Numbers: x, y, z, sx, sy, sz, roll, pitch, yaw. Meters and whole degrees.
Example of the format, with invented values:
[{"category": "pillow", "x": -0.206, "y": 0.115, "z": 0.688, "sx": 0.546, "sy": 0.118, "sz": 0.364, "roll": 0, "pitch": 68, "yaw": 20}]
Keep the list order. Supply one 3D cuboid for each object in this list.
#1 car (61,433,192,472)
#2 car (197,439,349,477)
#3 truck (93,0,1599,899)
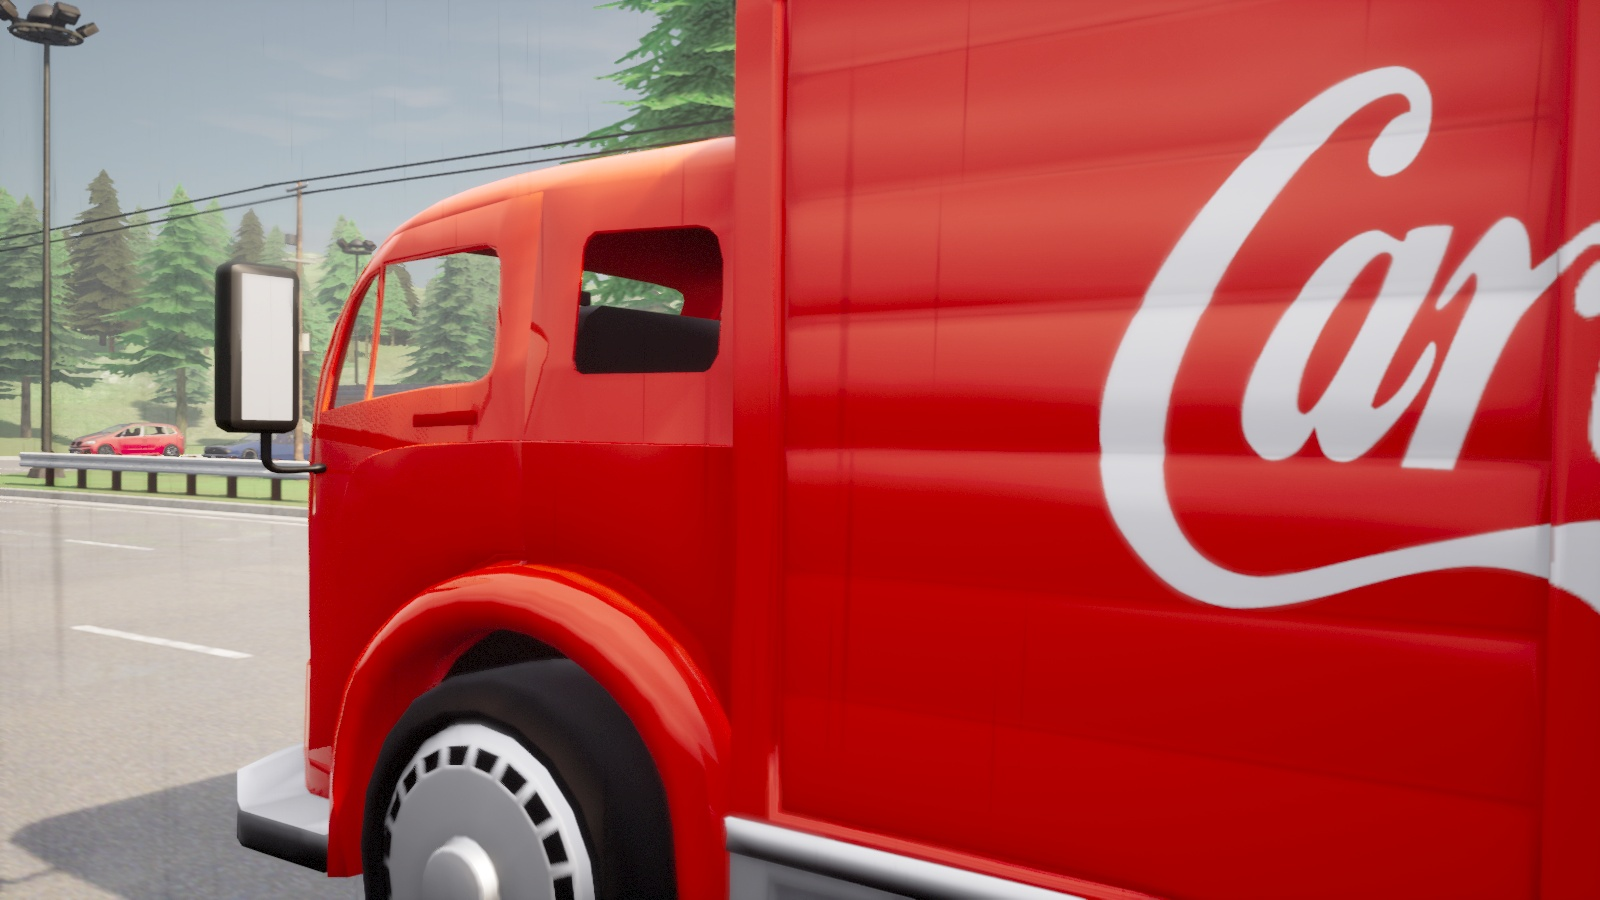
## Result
[{"category": "car", "x": -29.914, "y": 0.083, "z": 55.884, "sx": 2.242, "sy": 1.667, "sz": 4.611, "roll": 0, "pitch": 1, "yaw": 34}, {"category": "car", "x": -21.001, "y": 0.281, "z": 50.318, "sx": 2.033, "sy": 1.411, "sz": 5.357, "roll": 0, "pitch": 1, "yaw": 34}, {"category": "truck", "x": 1.094, "y": 0.196, "z": 2.888, "sx": 5.204, "sy": 2.467, "sz": 2.627, "roll": 0, "pitch": 1, "yaw": 34}]
